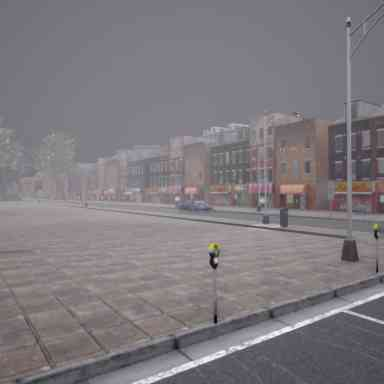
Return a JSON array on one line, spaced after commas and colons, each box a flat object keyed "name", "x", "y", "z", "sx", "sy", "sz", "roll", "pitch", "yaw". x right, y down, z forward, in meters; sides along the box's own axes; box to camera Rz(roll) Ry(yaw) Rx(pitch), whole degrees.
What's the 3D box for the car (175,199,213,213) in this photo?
[{"name": "car", "x": 0.160, "y": 1.567, "z": 38.323, "sx": 2.033, "sy": 1.411, "sz": 5.357, "roll": -1, "pitch": 0, "yaw": -35}]
